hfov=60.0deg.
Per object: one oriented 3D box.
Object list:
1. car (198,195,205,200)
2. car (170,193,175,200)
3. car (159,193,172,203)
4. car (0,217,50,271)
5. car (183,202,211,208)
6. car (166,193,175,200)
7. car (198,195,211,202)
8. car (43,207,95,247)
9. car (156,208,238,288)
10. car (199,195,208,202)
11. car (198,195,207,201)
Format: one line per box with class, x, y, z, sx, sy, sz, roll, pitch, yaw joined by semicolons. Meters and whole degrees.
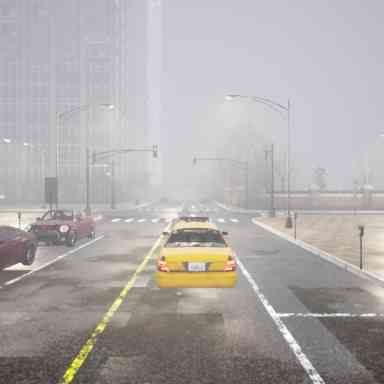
car;2.607;1.411;91.470;1.887;1.381;4.507;0;0;0
car;-5.913;1.324;85.848;1.967;1.590;4.097;0;0;0
car;-5.899;1.485;69.165;1.947;1.339;4.313;0;0;0
car;-5.699;1.579;8.949;1.802;1.307;4.206;0;0;0
car;0.098;1.535;19.413;2.033;1.411;5.357;0;0;0
car;-5.917;1.181;91.407;2.192;1.841;5.009;0;0;0
car;2.693;1.492;63.674;1.947;1.339;4.313;0;0;0
car;-5.704;1.433;14.642;1.967;1.590;4.097;0;0;0
car;0.090;1.454;9.150;1.801;1.575;5.366;0;0;0
car;2.622;1.454;74.788;1.887;1.381;4.507;0;0;0
car;2.617;1.448;80.349;2.008;1.369;4.403;0;0;0
